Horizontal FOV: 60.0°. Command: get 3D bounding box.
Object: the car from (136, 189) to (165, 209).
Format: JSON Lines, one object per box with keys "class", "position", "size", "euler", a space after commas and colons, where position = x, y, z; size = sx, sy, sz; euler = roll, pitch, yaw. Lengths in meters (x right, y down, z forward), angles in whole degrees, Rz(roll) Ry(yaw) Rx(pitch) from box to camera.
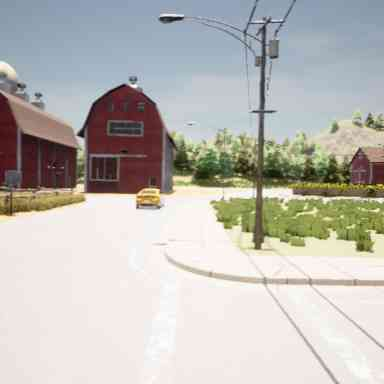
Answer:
{"class": "car", "position": [-3.293, 0.479, 27.017], "size": [1.882, 1.535, 5.008], "euler": [1, 2, 1]}
